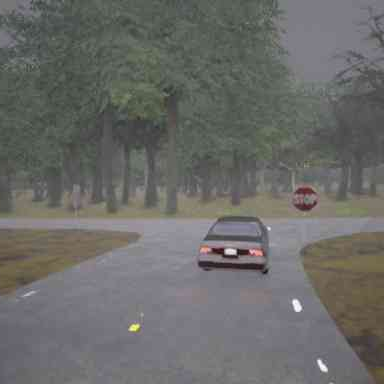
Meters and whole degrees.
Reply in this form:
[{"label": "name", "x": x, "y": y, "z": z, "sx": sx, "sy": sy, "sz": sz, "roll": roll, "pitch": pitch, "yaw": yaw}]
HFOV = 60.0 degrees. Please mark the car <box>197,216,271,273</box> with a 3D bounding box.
[{"label": "car", "x": 1.453, "y": 1.449, "z": 10.387, "sx": 2.033, "sy": 1.411, "sz": 5.357, "roll": 0, "pitch": 1, "yaw": 12}]
